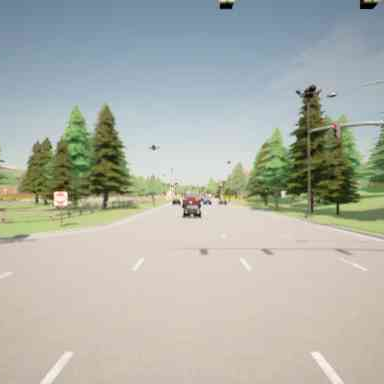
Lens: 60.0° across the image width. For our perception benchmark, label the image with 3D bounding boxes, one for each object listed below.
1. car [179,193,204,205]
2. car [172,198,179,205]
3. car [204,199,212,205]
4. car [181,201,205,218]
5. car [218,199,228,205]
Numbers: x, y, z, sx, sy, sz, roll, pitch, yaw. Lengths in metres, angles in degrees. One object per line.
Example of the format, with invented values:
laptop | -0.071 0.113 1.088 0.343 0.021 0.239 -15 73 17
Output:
car | -0.012 0.887 34.517 1.812 1.442 4.674 1 -1 3
car | -3.480 2.209 75.860 1.882 1.535 5.008 0 -1 0
car | 3.520 2.255 75.858 1.812 1.442 4.674 0 -1 0
car | 0.019 1.987 34.442 1.895 1.301 4.718 2 0 0
car | 7.020 2.256 75.857 2.128 1.511 4.902 0 -1 0
